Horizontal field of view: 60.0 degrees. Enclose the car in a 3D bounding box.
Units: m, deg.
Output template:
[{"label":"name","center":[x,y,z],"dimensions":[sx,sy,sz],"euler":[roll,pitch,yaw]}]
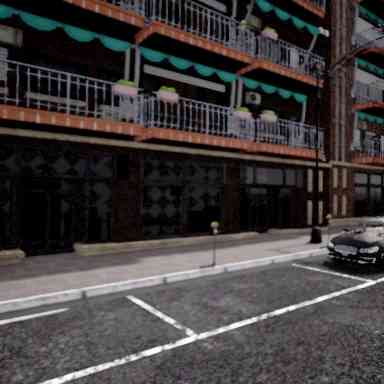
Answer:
[{"label":"car","center":[6.264,1.583,11.015],"dimensions":[4.403,1.369,2.008],"euler":[0,1,-35]}]
